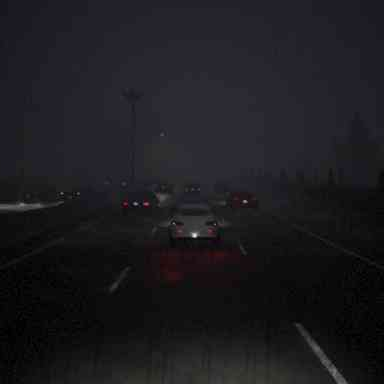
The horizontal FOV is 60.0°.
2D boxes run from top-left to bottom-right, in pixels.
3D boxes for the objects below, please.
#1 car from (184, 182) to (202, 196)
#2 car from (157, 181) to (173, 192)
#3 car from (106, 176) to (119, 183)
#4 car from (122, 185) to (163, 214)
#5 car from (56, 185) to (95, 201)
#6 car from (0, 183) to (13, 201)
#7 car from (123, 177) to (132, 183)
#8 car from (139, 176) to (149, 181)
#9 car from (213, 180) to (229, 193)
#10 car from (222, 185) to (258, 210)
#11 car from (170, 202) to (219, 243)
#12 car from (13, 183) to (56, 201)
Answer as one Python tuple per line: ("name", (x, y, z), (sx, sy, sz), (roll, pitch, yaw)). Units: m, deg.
("car", (0.088, -0.369, 36.031), (2.033, 1.411, 5.357), (0, 4, 0))
("car", (-3.414, -0.705, 40.958), (1.994, 1.385, 4.181), (0, 4, 0))
("car", (-17.524, -2.743, 73.661), (1.882, 1.535, 5.008), (0, 1, 0))
("car", (-3.408, 0.589, 22.632), (2.033, 1.411, 5.357), (0, 4, 0))
("car", (-10.609, 0.035, 31.125), (1.895, 1.301, 4.718), (0, 4, 0))
("car", (-17.608, -0.069, 31.052), (2.128, 1.511, 4.902), (0, 4, 0))
("car", (-14.024, -2.669, 73.663), (1.994, 1.385, 4.181), (0, 1, 0))
("car", (-10.524, -2.721, 73.664), (1.837, 1.490, 4.892), (0, 1, 0))
("car", (3.586, -0.750, 41.064), (1.812, 1.442, 4.674), (0, 4, 0))
("car", (3.591, 0.472, 24.502), (1.994, 1.385, 4.181), (0, 4, 0))
("car", (0.095, 1.147, 13.925), (1.812, 1.442, 4.674), (0, 3, 0))
("car", (-14.108, -0.069, 31.045), (2.128, 1.511, 4.902), (0, 4, 0))
